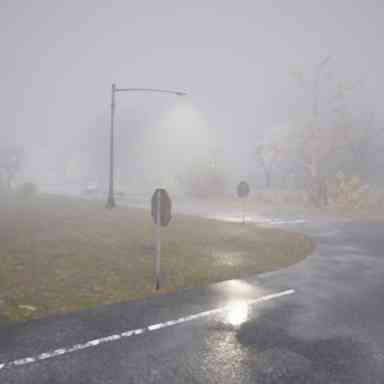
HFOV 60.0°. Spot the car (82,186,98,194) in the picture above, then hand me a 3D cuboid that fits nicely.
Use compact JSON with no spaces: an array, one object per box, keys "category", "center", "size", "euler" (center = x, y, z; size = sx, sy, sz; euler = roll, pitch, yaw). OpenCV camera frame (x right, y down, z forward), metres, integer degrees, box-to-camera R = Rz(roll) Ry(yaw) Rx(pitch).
[{"category":"car","center":[-18.122,-0.385,59.536],"size":[1.812,1.442,4.674],"euler":[1,1,-36]}]

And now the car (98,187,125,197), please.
[{"category":"car","center":[-12.044,-0.027,51.071],"size":[2.033,1.411,5.357],"euler":[1,1,-36]}]
